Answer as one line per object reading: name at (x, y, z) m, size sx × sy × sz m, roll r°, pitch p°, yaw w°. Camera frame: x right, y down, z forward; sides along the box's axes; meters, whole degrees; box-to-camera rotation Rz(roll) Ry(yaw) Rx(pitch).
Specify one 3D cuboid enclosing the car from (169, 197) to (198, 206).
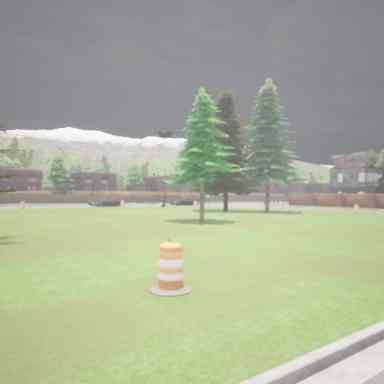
car at (-1.274, 1.739, 60.738) m, size 4.553 × 1.767 × 2.097 m, roll 1°, pitch 0°, yaw -17°

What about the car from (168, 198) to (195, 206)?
car at (-2.074, 1.910, 64.252) m, size 4.892 × 1.490 × 1.837 m, roll 1°, pitch -1°, yaw -15°

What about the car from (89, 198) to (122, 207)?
car at (-13.258, 1.718, 52.912) m, size 4.902 × 1.511 × 2.128 m, roll 1°, pitch -1°, yaw -36°
